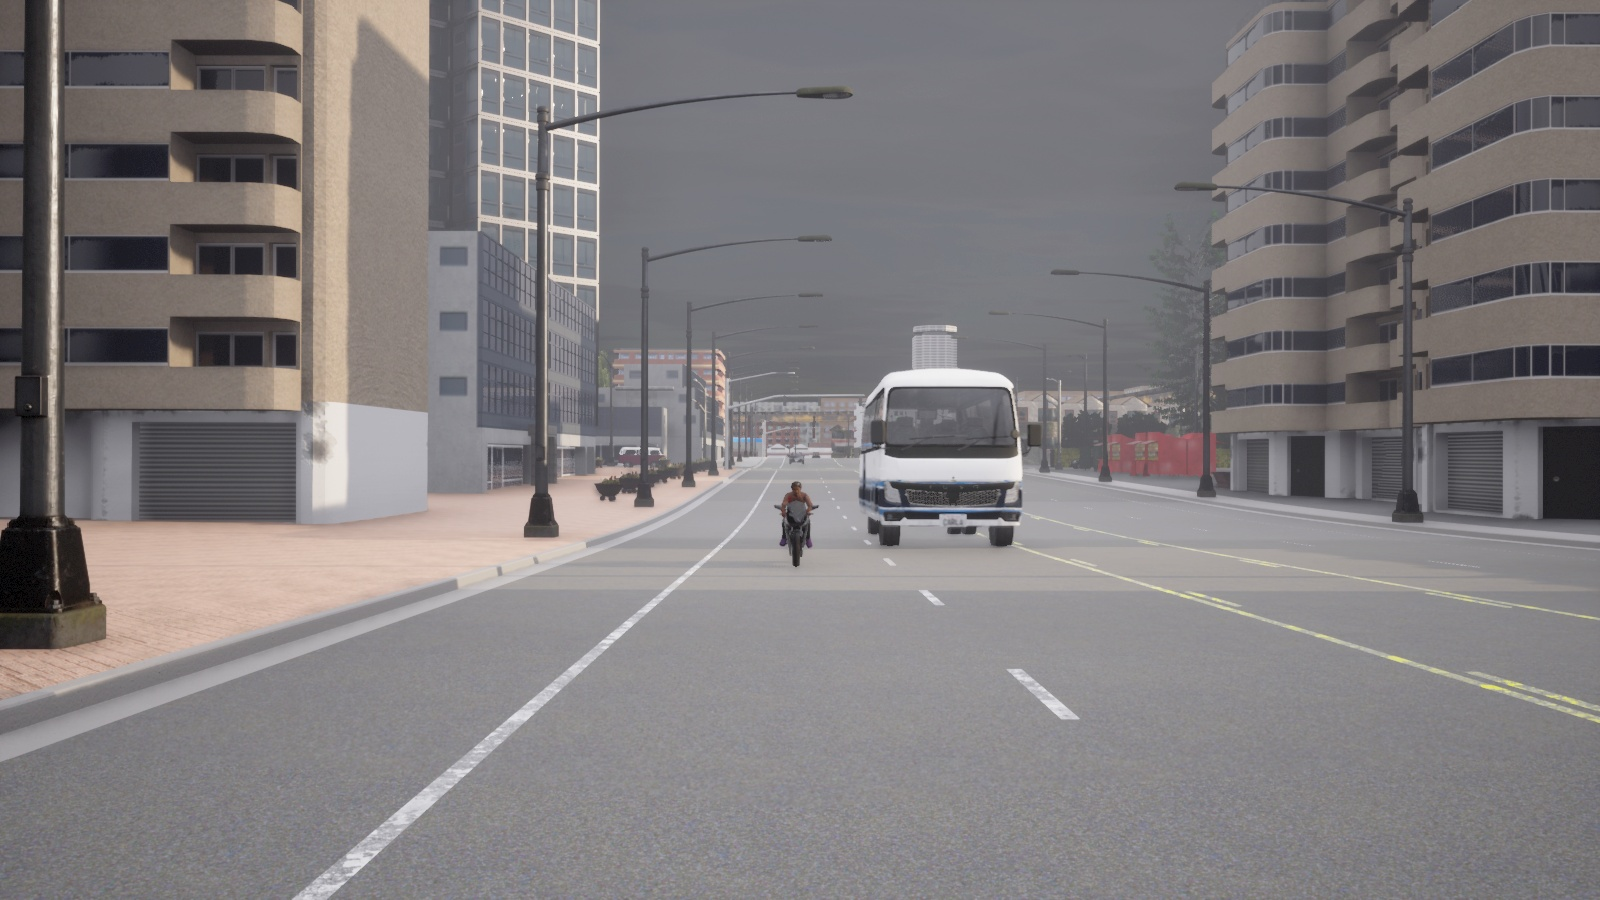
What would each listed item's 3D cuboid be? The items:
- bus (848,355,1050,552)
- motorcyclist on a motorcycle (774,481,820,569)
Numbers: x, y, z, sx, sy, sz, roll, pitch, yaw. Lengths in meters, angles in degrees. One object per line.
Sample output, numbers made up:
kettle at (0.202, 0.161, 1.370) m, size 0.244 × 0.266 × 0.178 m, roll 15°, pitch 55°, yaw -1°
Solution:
bus at (3.417, 0.167, 32.389) m, size 3.944 × 4.253 × 10.273 m, roll 0°, pitch -1°, yaw 0°
motorcyclist on a motorcycle at (-0.054, 1.318, 22.645) m, size 0.797 × 1.523 × 2.044 m, roll 0°, pitch -1°, yaw 0°
